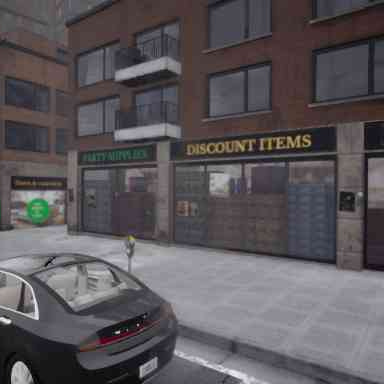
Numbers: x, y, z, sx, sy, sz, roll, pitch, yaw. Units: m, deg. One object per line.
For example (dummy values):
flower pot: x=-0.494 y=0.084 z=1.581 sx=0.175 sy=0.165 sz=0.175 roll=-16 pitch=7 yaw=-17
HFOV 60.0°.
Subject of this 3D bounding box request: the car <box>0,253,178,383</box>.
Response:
car: x=-2.215 y=1.550 z=4.664 sx=4.403 sy=1.369 sz=2.008 roll=0 pitch=1 yaw=36
